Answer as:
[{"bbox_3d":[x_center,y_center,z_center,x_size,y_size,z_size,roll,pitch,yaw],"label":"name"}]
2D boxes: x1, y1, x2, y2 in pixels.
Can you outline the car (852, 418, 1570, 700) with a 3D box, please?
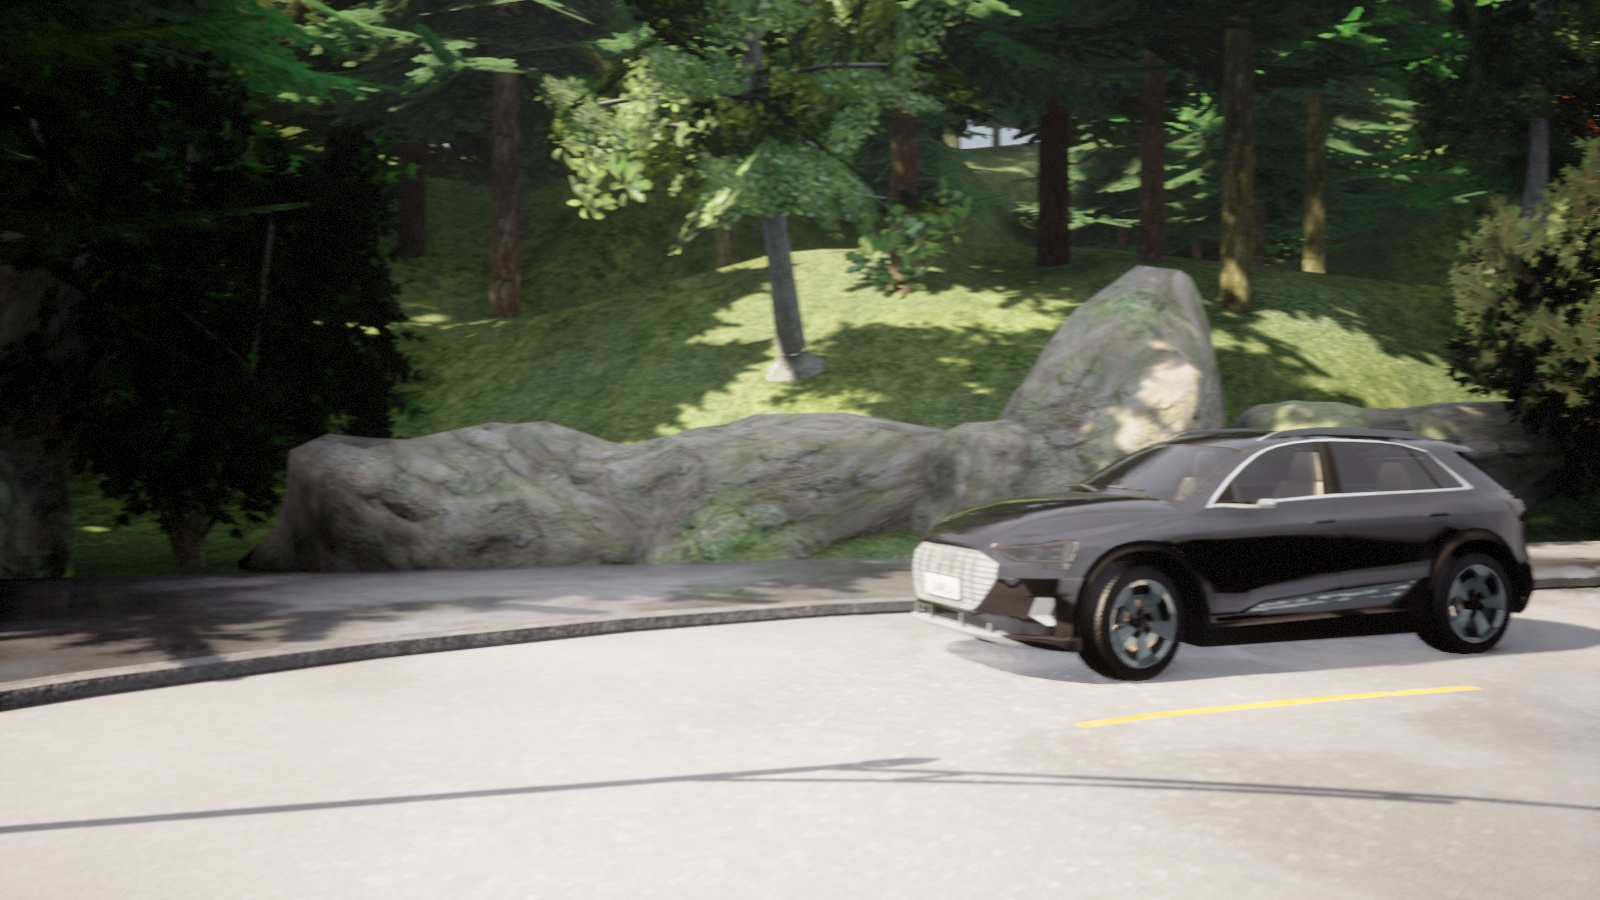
[{"bbox_3d":[3.021,0.642,9.228,4.856,1.649,2.033,0,0,-23],"label":"car"}]
